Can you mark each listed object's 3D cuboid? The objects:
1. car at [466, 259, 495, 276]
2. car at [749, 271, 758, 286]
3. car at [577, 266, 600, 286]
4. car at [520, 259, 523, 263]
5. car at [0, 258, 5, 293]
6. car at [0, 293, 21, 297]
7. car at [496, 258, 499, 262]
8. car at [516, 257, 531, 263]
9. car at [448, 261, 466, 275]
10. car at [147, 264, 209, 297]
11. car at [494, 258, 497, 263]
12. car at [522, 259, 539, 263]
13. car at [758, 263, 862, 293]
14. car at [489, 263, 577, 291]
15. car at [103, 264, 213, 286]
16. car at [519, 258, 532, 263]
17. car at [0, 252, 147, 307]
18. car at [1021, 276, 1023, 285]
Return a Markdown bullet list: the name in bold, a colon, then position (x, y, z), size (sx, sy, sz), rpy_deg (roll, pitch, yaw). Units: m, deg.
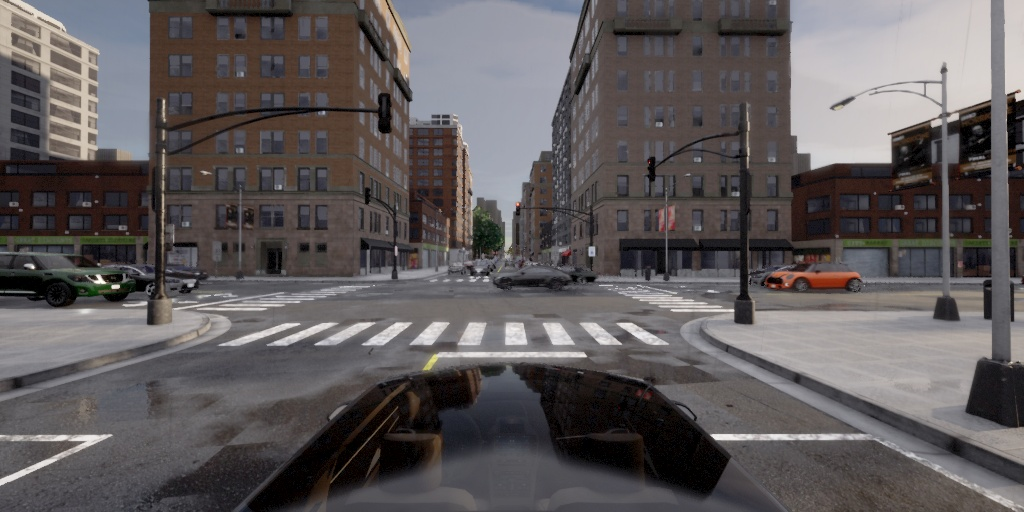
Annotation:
- **car**: position (-3.266, 1.268, 37.599), size (2.128, 1.511, 4.902), rpy_deg (0, 0, 0)
- **car**: position (18.367, 1.366, 24.460), size (4.902, 1.511, 2.128), rpy_deg (0, 0, -1)
- **car**: position (3.838, 1.381, 25.785), size (4.718, 1.301, 1.895), rpy_deg (1, 0, 21)
- **car**: position (2.400, 1.354, 45.454), size (1.948, 1.339, 4.313), rpy_deg (0, 0, -1)
- **car**: position (-28.382, 0.978, 17.397), size (4.553, 1.767, 2.097), rpy_deg (0, 0, -1)
- **car**: position (-5.855, 1.190, 1.494), size (1.967, 1.591, 4.097), rpy_deg (0, 0, 0)
- **car**: position (-3.485, 1.321, 57.784), size (1.837, 1.490, 4.892), rpy_deg (0, 0, 0)
- **car**: position (2.275, 1.128, 56.467), size (2.192, 1.841, 5.009), rpy_deg (0, 0, -1)
- **car**: position (-6.062, 1.329, 39.854), size (2.007, 1.370, 4.403), rpy_deg (0, 0, -1)
- **car**: position (-18.124, 1.156, 17.469), size (4.902, 1.511, 2.128), rpy_deg (0, 0, -1)
- **car**: position (-3.374, 1.340, 47.403), size (2.033, 1.411, 5.357), rpy_deg (0, 0, -1)
- **car**: position (2.463, 1.324, 39.947), size (1.888, 1.381, 4.507), rpy_deg (0, 0, -1)
- **car**: position (17.699, 1.200, 21.203), size (4.553, 1.767, 2.097), rpy_deg (0, 0, 0)
- **car**: position (1.186, 1.273, 21.067), size (4.674, 1.442, 1.812), rpy_deg (0, 0, 0)
- **car**: position (-23.662, 1.243, 24.129), size (5.357, 1.411, 2.033), rpy_deg (0, 0, 0)
- **car**: position (2.335, 1.325, 51.131), size (1.751, 1.417, 4.829), rpy_deg (0, 0, -1)
- **car**: position (-18.473, 0.859, 14.224), size (5.566, 2.045, 2.150), rpy_deg (0, 0, 0)
- **car**: position (38.300, 1.318, 24.593), size (4.553, 1.767, 2.097), rpy_deg (0, 0, 0)
